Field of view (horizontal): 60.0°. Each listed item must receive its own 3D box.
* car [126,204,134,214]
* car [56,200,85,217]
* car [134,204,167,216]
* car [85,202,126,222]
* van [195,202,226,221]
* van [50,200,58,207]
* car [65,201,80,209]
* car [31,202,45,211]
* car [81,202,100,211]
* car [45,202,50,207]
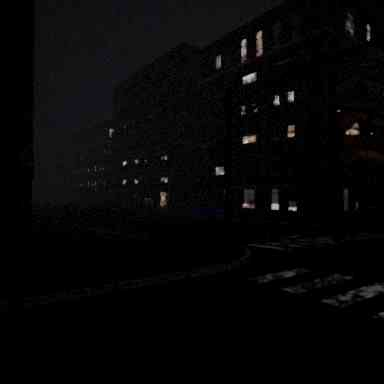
[{"bbox_3d":[-8.156,2.323,45.759,1.947,1.339,4.313,-1,-1,-36],"label":"car"},{"bbox_3d":[-14.894,2.134,40.887,1.967,1.590,4.097,-1,-1,-36],"label":"car"},{"bbox_3d":[-4.949,2.193,41.326,1.752,1.417,4.829,-1,-1,-36],"label":"car"},{"bbox_3d":[-8.280,1.949,31.745,1.967,1.590,4.097,-1,-1,-36],"label":"car"},{"bbox_3d":[1.900,1.823,32.147,1.690,1.788,3.998,-1,-1,-36],"label":"van"},{"bbox_3d":[-31.313,2.752,77.758,1.690,1.788,3.998,-1,-1,-36],"label":"van"},{"bbox_3d":[-24.695,2.664,68.614,1.967,1.590,4.097,-1,-1,-36],"label":"car"},{"bbox_3d":[-28.023,2.589,59.032,1.752,1.417,4.829,-1,-1,-36],"label":"car"},{"bbox_3d":[-18.179,2.565,59.610,1.752,1.417,4.829,-1,-1,-36],"label":"car"},{"bbox_3d":[-37.922,3.164,86.896,1.947,1.339,4.313,-1,-1,-36],"label":"car"}]
